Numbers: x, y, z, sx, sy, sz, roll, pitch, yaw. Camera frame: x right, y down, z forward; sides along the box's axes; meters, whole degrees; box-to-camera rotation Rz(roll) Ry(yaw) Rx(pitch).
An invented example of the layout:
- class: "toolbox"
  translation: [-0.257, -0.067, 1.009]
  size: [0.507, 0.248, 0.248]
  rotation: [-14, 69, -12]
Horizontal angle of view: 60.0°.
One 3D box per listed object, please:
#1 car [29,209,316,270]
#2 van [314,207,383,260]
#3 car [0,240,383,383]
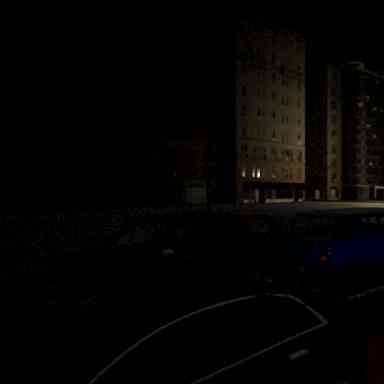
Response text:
- class: "car"
  translation: [-0.296, 1.313, 5.978]
  size: [5.009, 1.841, 2.192]
  rotation: [0, 0, -36]
- class: "van"
  translation: [4.329, 1.336, 9.277]
  size: [3.998, 1.788, 1.690]
  rotation: [0, 0, -36]
- class: "car"
  translation: [-0.411, 1.504, 2.779]
  size: [4.892, 1.490, 1.837]
  rotation: [0, 0, -35]
